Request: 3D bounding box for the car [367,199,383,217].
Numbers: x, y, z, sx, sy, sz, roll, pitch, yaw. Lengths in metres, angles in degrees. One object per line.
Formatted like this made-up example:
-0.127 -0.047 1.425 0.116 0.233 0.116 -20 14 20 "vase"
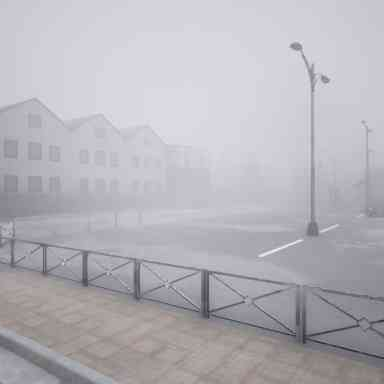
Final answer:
15.407 1.298 26.815 2.007 1.523 4.514 0 0 35 "car"
